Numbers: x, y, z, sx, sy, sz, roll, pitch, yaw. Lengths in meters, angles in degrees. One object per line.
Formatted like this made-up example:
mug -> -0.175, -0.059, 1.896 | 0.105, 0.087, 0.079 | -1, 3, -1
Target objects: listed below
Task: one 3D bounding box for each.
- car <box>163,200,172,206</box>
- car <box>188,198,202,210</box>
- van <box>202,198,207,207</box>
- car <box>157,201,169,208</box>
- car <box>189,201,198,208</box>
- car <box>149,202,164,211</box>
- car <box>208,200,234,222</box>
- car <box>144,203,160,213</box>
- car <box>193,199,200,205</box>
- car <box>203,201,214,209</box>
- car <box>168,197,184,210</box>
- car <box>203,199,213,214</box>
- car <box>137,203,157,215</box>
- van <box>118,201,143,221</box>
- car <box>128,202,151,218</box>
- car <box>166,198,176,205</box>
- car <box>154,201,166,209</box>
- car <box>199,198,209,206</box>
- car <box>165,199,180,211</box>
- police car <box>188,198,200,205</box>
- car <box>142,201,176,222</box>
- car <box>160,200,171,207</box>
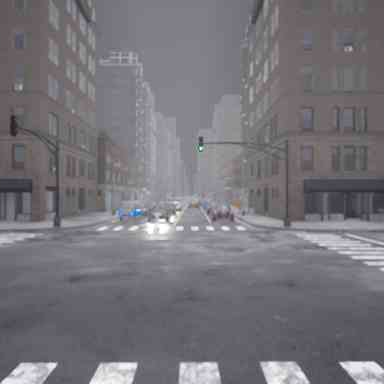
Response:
car -> -5.579, 2.520, 76.238 | 1.752, 1.417, 4.829 | 0, -1, 0
car -> 0.313, 2.277, 57.178 | 1.812, 1.442, 4.674 | 0, -1, 1
van -> 2.866, 2.047, 53.715 | 1.690, 1.788, 3.998 | 0, -1, 0
car -> -5.619, 2.418, 65.072 | 1.947, 1.339, 4.313 | 0, -1, 0
car -> 0.305, 2.483, 67.422 | 1.895, 1.301, 4.718 | 0, -1, 1
car -> -5.660, 2.272, 53.737 | 1.947, 1.339, 4.313 | 0, -1, 0
car -> 2.785, 1.849, 31.039 | 1.967, 1.590, 4.097 | 0, -1, 0
car -> -5.680, 2.215, 48.069 | 1.802, 1.307, 4.206 | 0, -1, 0
car -> 1.106, 2.589, 87.225 | 1.801, 1.575, 5.366 | 0, -1, 0
car -> 2.887, 2.307, 59.551 | 1.752, 1.417, 4.829 | 0, -1, 0
car -> -2.893, 1.908, 52.183 | 2.150, 2.045, 5.566 | 0, -1, 0
car -> 2.825, 1.999, 42.376 | 1.967, 1.590, 4.097 | 0, -1, 0
car -> -5.700, 2.125, 42.401 | 1.947, 1.339, 4.313 | 0, -1, 0
van -> -5.741, 1.751, 31.068 | 1.690, 1.788, 3.998 | 0, -1, 0
car -> -5.721, 1.925, 36.735 | 1.967, 1.590, 4.097 | 0, -1, 0
car -> -5.538, 2.455, 87.747 | 2.192, 1.841, 5.009 | 0, -1, 0
car -> -5.640, 2.303, 59.235 | 1.752, 1.417, 4.829 | 0, -1, 0
car -> 2.967, 2.383, 82.059 | 2.192, 1.841, 5.009 | 0, -1, 0
car -> -2.944, 2.038, 41.451 | 2.128, 1.511, 4.902 | 0, -1, 0
police car -> 0.613, 2.632, 93.054 | 1.930, 1.638, 5.238 | 0, -1, -16
car -> -2.986, 1.903, 31.206 | 2.128, 1.511, 4.902 | 0, -1, 0
car -> -5.598, 2.469, 70.739 | 1.887, 1.381, 4.507 | 0, -1, 0
